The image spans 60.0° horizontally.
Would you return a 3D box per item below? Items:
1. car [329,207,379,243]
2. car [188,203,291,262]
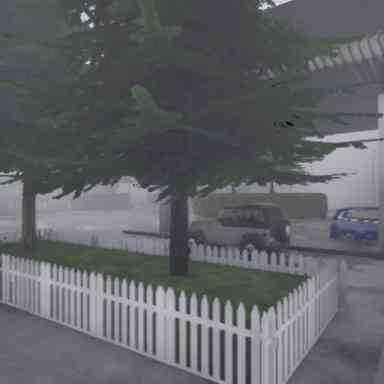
[{"bbox_3d":[8.355,1.484,14.167,4.611,1.667,2.242,0,0,35],"label":"car"},{"bbox_3d":[1.558,1.325,12.005,3.866,1.878,1.905,0,0,35],"label":"car"}]
